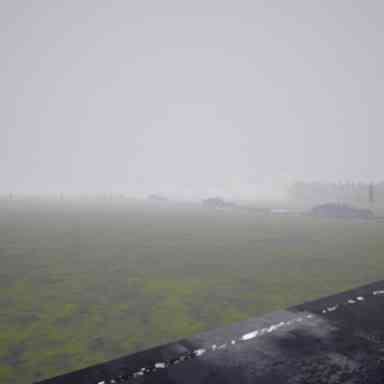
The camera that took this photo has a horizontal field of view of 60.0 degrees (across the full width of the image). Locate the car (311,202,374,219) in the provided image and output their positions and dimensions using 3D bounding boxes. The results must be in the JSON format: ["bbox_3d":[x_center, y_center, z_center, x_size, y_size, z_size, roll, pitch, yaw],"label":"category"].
[{"bbox_3d":[13.825,1.652,30.938,2.033,1.411,5.357,0,1,-36],"label":"car"}]

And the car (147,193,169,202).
[{"bbox_3d":[-6.098,0.929,58.879,2.033,1.411,5.357,0,1,-36],"label":"car"}]

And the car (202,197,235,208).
[{"bbox_3d":[3.514,1.387,45.314,2.033,1.411,5.357,0,1,-36],"label":"car"}]
